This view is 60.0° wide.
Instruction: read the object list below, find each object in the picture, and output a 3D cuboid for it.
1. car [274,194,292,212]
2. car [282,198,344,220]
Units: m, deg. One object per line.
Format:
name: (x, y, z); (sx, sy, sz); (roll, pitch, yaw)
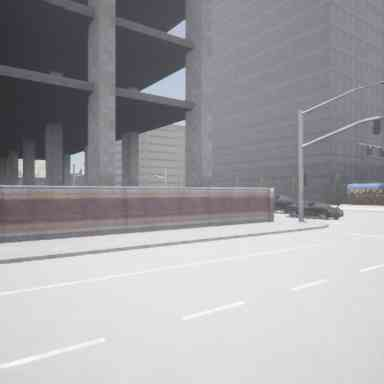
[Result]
car: (9.446, 1.214, 35.489); (2.150, 2.045, 5.566); (0, 0, -36)
car: (10.330, 1.495, 28.097); (1.837, 1.490, 4.892); (0, 0, -34)
